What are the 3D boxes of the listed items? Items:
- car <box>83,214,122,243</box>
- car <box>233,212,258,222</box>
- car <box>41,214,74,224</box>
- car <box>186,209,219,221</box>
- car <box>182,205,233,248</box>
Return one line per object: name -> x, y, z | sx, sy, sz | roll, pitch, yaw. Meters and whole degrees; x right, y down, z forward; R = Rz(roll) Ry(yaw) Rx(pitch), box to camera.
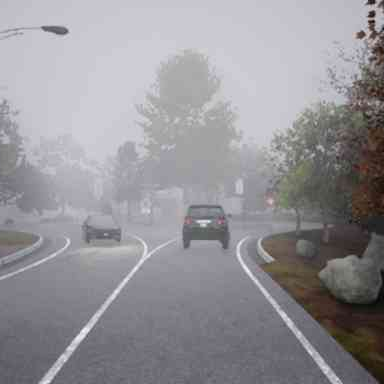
car -> -5.368, 2.086, 19.703 | 1.882, 1.535, 5.008 | 2, -4, -21
car -> 8.592, 4.029, 55.172 | 2.097, 1.767, 4.553 | 3, -4, -40
car -> -19.369, 3.827, 48.192 | 2.033, 1.411, 5.357 | -1, -4, 15
car -> 1.853, 4.119, 59.458 | 5.566, 2.045, 2.150 | 0, -3, 19
car -> 0.888, 1.707, 17.441 | 2.150, 2.045, 5.566 | -1, -3, 8
